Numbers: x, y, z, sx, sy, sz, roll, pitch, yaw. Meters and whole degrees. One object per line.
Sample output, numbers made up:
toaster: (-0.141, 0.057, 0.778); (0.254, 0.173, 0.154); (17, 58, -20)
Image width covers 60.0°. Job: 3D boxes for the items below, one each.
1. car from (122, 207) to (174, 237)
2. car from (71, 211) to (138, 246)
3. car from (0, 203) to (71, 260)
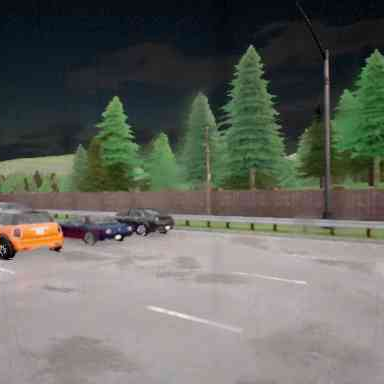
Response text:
car: (-3.259, 1.658, 19.110); (4.892, 1.490, 1.837); (0, 0, 36)
car: (-5.088, 1.749, 16.111); (4.718, 1.301, 1.895); (-1, 0, 36)
car: (-7.256, 1.501, 13.363); (4.553, 1.767, 2.097); (-1, -1, 36)
